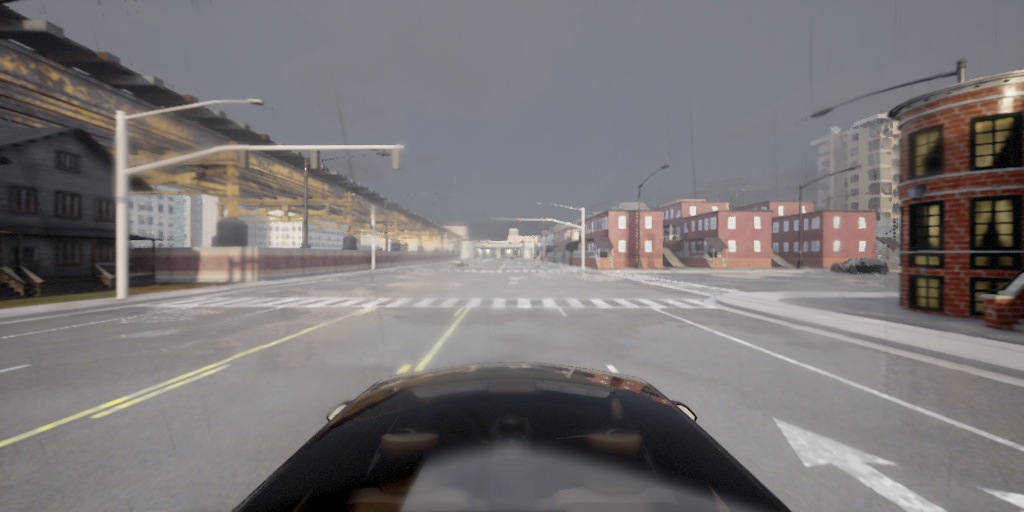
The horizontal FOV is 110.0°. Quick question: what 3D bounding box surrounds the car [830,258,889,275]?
[{"bbox_3d":[35.430,0.990,36.667,4.553,1.767,2.097,0,0,0],"label":"car"}]
